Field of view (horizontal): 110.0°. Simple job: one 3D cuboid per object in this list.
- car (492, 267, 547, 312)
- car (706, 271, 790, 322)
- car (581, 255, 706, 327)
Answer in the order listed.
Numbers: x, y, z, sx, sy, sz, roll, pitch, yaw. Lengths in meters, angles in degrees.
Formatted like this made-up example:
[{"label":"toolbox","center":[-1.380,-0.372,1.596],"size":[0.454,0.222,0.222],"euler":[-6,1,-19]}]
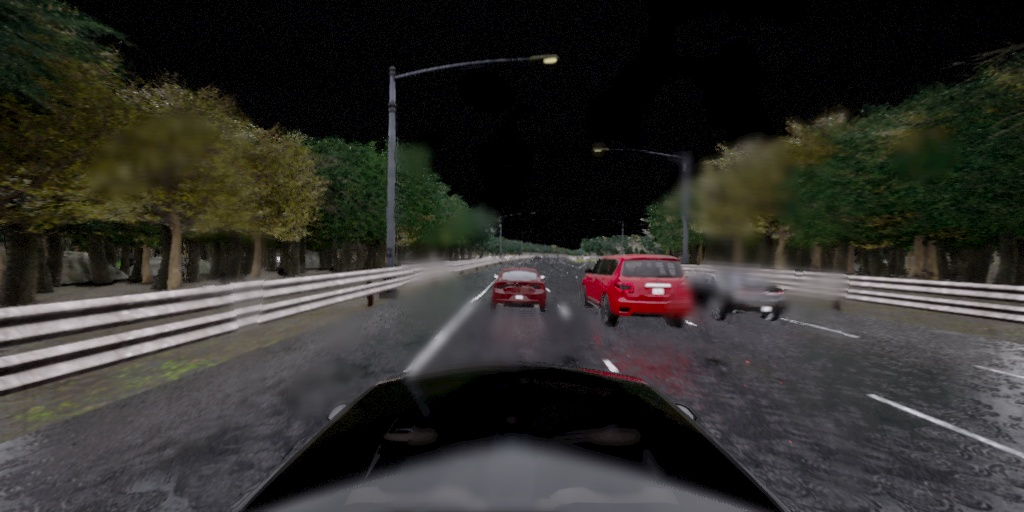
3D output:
[{"label":"car","center":[0.287,1.181,14.146],"size":[1.882,1.535,5.008],"euler":[1,0,1]},{"label":"car","center":[7.326,1.289,12.630],"size":[2.128,1.511,4.902],"euler":[1,0,2]},{"label":"car","center":[3.742,0.978,11.750],"size":[2.150,2.045,5.566],"euler":[1,0,1]}]
